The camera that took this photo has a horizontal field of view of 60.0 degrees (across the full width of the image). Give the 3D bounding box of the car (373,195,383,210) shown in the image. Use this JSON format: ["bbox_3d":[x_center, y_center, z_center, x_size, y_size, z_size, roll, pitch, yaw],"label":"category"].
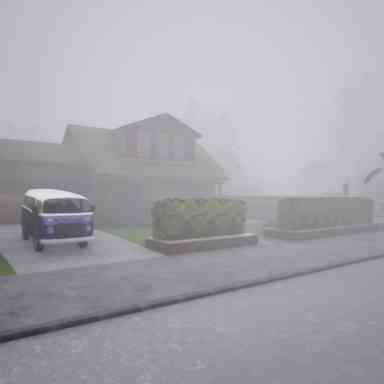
[{"bbox_3d":[24.130,1.236,41.059,3.866,1.878,1.905,0,0,0],"label":"car"}]
